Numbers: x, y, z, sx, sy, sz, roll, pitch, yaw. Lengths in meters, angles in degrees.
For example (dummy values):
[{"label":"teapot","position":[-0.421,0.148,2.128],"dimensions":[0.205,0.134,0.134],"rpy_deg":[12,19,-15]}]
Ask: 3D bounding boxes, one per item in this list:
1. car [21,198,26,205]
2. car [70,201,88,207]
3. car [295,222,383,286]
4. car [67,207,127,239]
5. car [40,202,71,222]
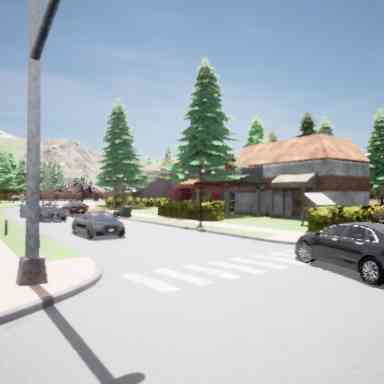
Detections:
[{"label":"car","position":[-22.674,1.594,46.440],"dimensions":[2.097,1.767,4.553],"rpy_deg":[1,0,-25]},{"label":"car","position":[-12.612,1.742,35.887],"dimensions":[1.882,1.535,5.008],"rpy_deg":[1,0,-33]},{"label":"car","position":[5.073,1.677,10.089],"dimensions":[1.837,1.490,4.892],"rpy_deg":[4,-2,-15]},{"label":"car","position":[-5.320,1.791,18.858],"dimensions":[1.994,1.385,4.181],"rpy_deg":[1,0,-35]},{"label":"car","position":[-12.247,1.790,28.739],"dimensions":[1.994,1.385,4.181],"rpy_deg":[1,0,-34]}]
